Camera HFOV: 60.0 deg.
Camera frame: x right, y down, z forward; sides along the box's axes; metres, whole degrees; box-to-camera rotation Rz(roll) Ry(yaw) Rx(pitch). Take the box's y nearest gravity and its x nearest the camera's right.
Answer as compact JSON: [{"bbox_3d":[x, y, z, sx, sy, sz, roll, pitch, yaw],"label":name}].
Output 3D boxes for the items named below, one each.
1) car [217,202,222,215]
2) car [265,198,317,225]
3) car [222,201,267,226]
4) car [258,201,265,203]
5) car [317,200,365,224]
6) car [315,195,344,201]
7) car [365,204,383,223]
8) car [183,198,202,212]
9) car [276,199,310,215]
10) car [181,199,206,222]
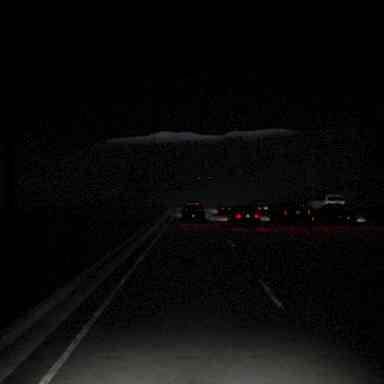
[{"bbox_3d":[3.600,1.675,34.428,1.895,1.301,4.718,0,0,0],"label":"car"},{"bbox_3d":[7.107,1.405,24.445,2.097,1.767,4.553,0,0,0],"label":"car"},{"bbox_3d":[3.606,1.599,23.909,2.033,1.411,5.357,0,0,0],"label":"car"},{"bbox_3d":[7.102,1.622,34.487,2.033,1.411,5.357,0,0,0],"label":"car"},{"bbox_3d":[10.607,1.579,24.852,1.812,1.442,4.674,0,0,0],"label":"car"},{"bbox_3d":[14.107,1.297,35.087,2.150,2.045,5.566,0,0,-1],"label":"car"},{"bbox_3d":[14.109,1.554,23.602,1.837,1.490,4.892,0,0,0],"label":"car"},{"bbox_3d":[0.006,1.579,40.344,2.128,1.511,4.902,0,0,-1],"label":"car"},{"bbox_3d":[10.592,1.567,35.335,2.128,1.511,4.902,0,0,0],"label":"car"},{"bbox_3d":[0.109,1.551,26.917,2.128,1.511,4.902,0,0,0],"label":"car"}]
